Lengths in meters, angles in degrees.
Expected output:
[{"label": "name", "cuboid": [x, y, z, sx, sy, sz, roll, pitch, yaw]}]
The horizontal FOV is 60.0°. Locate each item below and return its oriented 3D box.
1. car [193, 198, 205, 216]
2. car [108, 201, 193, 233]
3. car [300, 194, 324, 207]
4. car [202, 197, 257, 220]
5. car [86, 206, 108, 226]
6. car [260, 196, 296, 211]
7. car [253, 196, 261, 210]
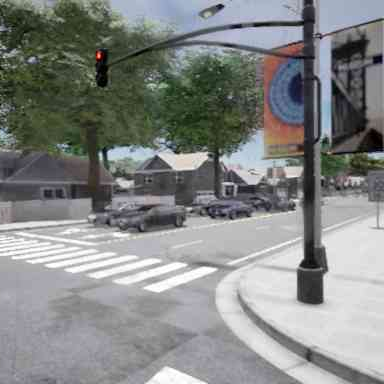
[{"label": "car", "cuboid": [1.160, 1.264, 29.074, 2.128, 1.511, 4.902, 0, 0, 37]}, {"label": "car", "cuboid": [-2.240, 1.402, 19.182, 1.812, 1.442, 4.674, 0, 1, 39]}, {"label": "car", "cuboid": [15.245, 1.035, 42.238, 2.128, 1.511, 4.902, 0, 0, 37]}, {"label": "car", "cuboid": [3.033, 1.338, 26.151, 1.994, 1.385, 4.181, 0, 1, 38]}, {"label": "car", "cuboid": [-4.494, 1.373, 21.607, 2.128, 1.511, 4.902, 0, 1, 37]}, {"label": "car", "cuboid": [9.096, 1.222, 34.180, 1.994, 1.385, 4.181, 0, 0, 37]}, {"label": "car", "cuboid": [7.387, 1.180, 37.276, 1.812, 1.442, 4.674, 0, 0, 37]}]
